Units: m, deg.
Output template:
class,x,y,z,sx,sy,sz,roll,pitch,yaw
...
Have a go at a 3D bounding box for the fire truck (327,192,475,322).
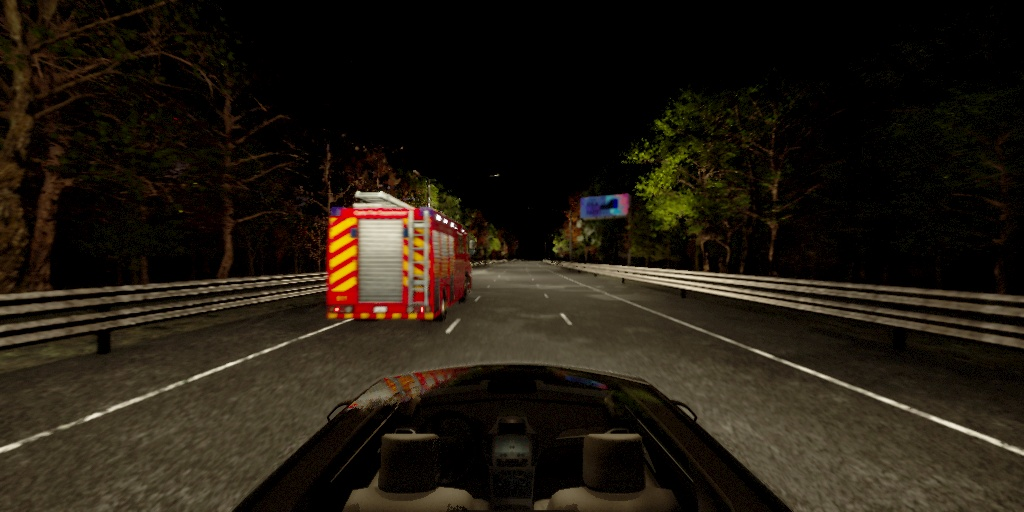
class,x,y,z,sx,sy,sz,roll,pitch,yaw
fire truck,-3.473,0.169,13.628,2.891,3.827,8.468,0,0,0
